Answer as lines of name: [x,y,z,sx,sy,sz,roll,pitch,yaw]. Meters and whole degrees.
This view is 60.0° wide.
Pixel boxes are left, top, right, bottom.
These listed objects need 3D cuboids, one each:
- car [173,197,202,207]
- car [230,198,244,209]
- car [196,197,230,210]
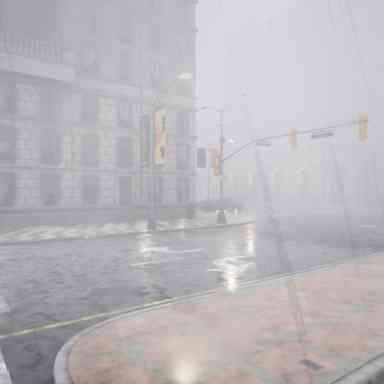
car: [-0.800,1.547,52.627,2.033,1.411,5.357,0,0,-35]
car: [4.886,1.505,44.682,1.837,1.490,4.892,0,0,-36]
car: [2.325,1.564,42.249,1.994,1.385,4.181,0,0,-36]
